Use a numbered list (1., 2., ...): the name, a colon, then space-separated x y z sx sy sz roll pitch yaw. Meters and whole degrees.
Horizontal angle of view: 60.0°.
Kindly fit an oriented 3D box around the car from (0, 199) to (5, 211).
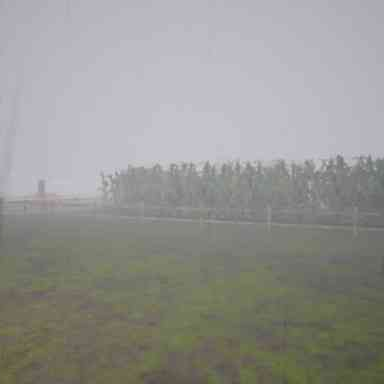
1. car: -18.865 0.878 28.007 2.150 2.045 5.566 0 1 30

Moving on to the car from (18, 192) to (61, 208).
1. car: -17.422 0.890 38.119 2.097 1.767 4.553 1 1 28
